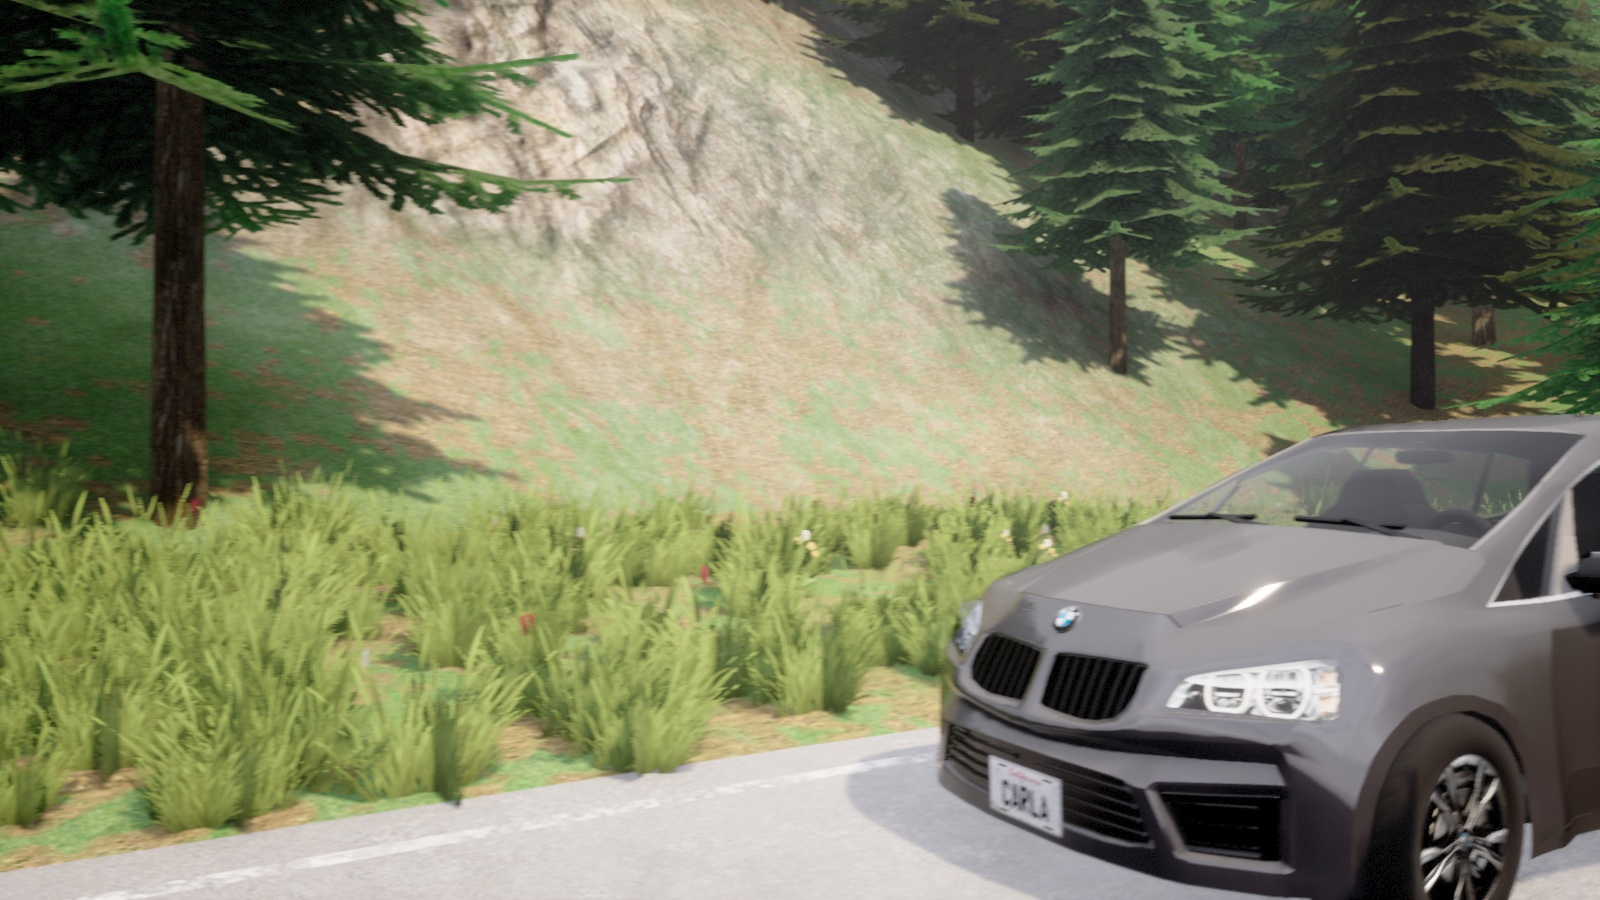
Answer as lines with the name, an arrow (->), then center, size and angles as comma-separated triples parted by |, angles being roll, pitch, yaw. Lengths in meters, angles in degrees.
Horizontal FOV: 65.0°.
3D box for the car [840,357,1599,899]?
car -> 2.730, 0.596, 5.308 | 4.611, 1.667, 2.242 | 0, 0, -27
